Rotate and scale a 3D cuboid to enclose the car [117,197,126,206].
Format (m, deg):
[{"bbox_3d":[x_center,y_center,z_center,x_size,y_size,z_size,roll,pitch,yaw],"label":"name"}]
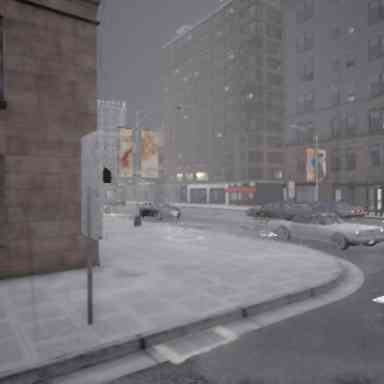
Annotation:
[{"bbox_3d":[-11.763,1.438,50.766,2.128,1.511,4.902,-1,0,-35],"label":"car"}]

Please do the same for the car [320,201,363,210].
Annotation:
[{"bbox_3d":[10.271,1.395,25.487,2.033,1.411,5.357,-1,0,-36],"label":"car"}]

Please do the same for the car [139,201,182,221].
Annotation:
[{"bbox_3d":[-2.660,1.438,26.475,2.128,1.511,4.902,-1,0,-35],"label":"car"}]

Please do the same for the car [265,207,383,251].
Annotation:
[{"bbox_3d":[5.506,1.525,14.058,1.895,1.301,4.718,-1,0,-28],"label":"car"}]

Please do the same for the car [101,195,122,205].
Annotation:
[{"bbox_3d":[-14.613,1.420,60.357,1.882,1.535,5.008,-1,0,-36],"label":"car"}]

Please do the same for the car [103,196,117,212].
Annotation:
[{"bbox_3d":[-10.808,1.466,37.918,2.128,1.511,4.902,-1,0,-35],"label":"car"}]

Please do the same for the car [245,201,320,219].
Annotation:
[{"bbox_3d":[6.501,1.425,25.176,2.033,1.411,5.357,-1,0,-36],"label":"car"}]
